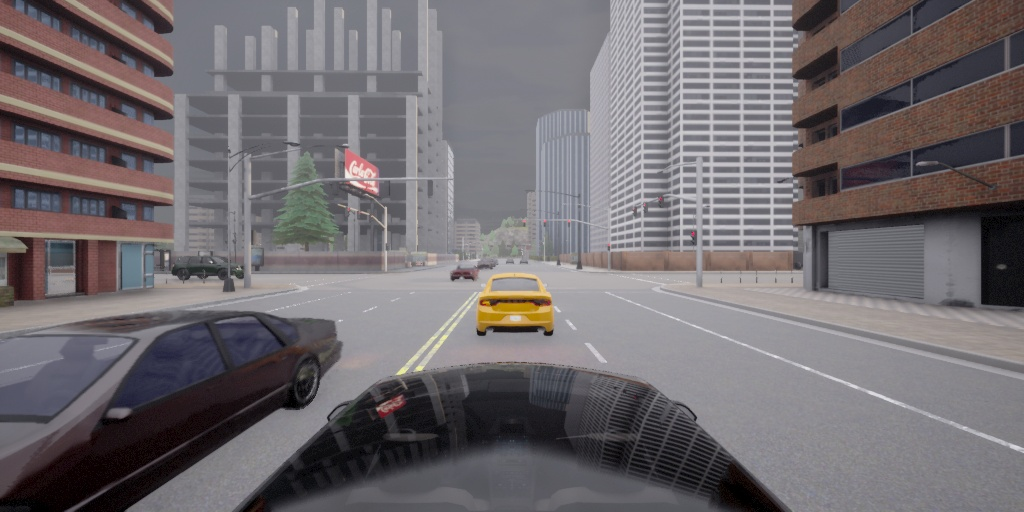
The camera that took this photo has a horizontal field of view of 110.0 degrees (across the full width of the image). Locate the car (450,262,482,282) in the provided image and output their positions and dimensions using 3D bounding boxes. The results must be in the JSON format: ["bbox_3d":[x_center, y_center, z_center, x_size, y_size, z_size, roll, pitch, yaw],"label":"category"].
[{"bbox_3d":[-3.745,1.351,28.846,1.895,1.301,4.718,0,0,0],"label":"car"}]

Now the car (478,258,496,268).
[{"bbox_3d":[-3.874,1.102,52.699,2.097,1.767,4.553,0,0,0],"label":"car"}]

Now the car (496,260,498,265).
[{"bbox_3d":[-3.903,1.240,64.011,2.128,1.511,4.902,0,0,0],"label":"car"}]

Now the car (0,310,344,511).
[{"bbox_3d":[-3.603,1.297,3.430,2.033,1.411,5.357,0,0,0],"label":"car"}]

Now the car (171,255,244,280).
[{"bbox_3d":[-25.310,0.972,30.256,5.566,2.045,2.150,0,0,-1],"label":"car"}]

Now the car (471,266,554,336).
[{"bbox_3d":[0.063,1.228,10.429,1.882,1.535,5.008,0,0,0],"label":"car"}]
